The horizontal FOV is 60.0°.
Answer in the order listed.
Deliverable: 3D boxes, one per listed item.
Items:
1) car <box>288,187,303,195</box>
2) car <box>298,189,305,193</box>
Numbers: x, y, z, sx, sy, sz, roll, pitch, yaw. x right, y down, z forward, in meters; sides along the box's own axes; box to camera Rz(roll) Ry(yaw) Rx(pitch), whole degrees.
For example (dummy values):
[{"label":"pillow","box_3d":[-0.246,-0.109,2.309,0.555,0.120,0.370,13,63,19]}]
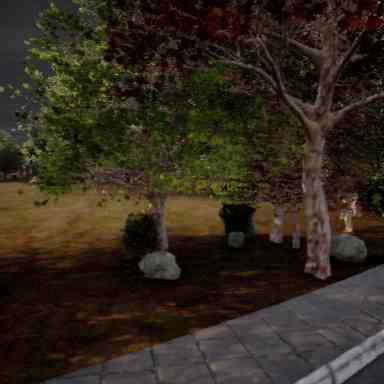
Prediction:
[{"label":"car","box_3d":[22.892,-0.249,73.286,1.946,1.575,5.366,5,2,29]},{"label":"car","box_3d":[25.253,-0.294,71.797,2.435,2.045,5.566,5,2,29]}]
